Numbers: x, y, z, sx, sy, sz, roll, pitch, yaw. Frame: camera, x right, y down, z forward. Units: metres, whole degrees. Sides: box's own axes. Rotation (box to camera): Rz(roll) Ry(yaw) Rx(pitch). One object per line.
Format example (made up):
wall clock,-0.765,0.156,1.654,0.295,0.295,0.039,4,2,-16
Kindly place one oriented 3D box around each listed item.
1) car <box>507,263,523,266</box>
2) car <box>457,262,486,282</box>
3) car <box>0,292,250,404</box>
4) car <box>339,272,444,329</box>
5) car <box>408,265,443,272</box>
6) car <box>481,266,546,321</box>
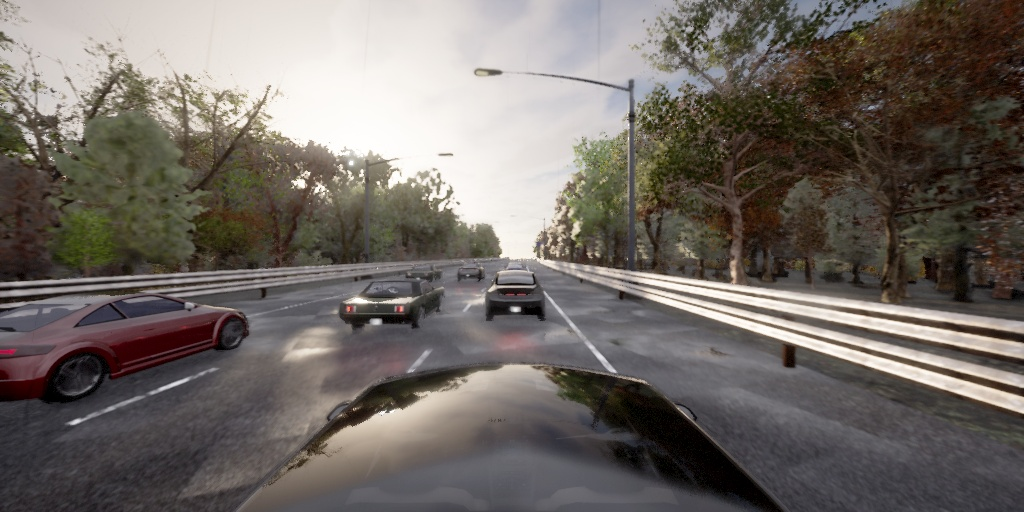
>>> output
car,0.276,1.292,30.733,1.812,1.442,4.674,0,0,1
car,-3.246,1.257,29.223,2.128,1.511,4.902,0,0,1
car,-6.890,1.316,6.336,1.994,1.385,4.181,0,0,0
car,-3.397,1.357,11.202,1.895,1.301,4.718,0,0,0
car,-6.773,1.366,28.275,1.895,1.301,4.718,0,0,1
car,0.116,1.262,12.561,1.837,1.490,4.892,0,0,0
